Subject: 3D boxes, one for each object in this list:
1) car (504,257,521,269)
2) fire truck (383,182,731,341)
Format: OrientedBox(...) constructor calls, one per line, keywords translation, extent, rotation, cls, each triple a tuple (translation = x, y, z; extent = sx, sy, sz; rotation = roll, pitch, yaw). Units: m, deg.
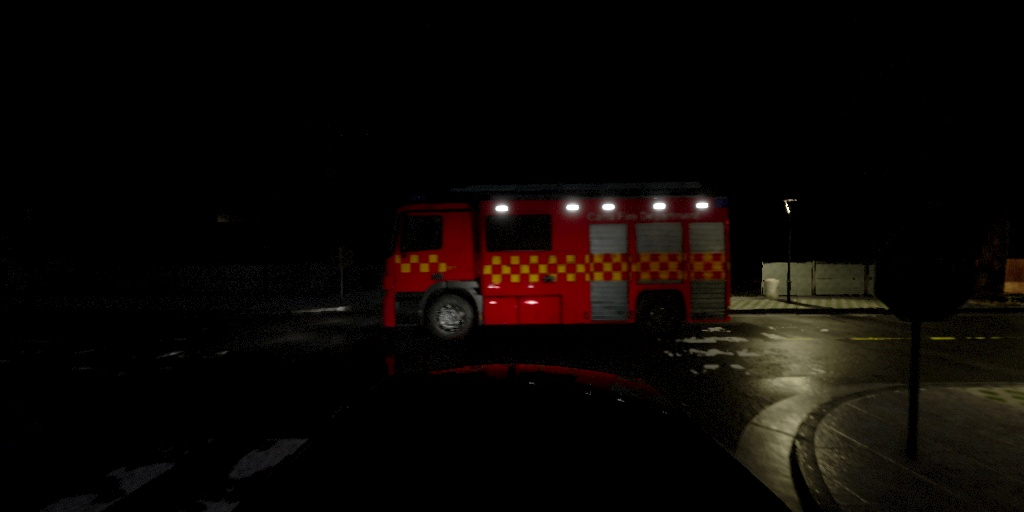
OrientedBox(translation=(0.114, 0.899, 47.005), extent=(2.033, 1.411, 5.357), rotation=(0, 1, 2), cls="car")
OrientedBox(translation=(1.075, 0.087, 9.889), extent=(8.468, 3.827, 2.891), rotation=(-1, 0, 0), cls="fire truck")
